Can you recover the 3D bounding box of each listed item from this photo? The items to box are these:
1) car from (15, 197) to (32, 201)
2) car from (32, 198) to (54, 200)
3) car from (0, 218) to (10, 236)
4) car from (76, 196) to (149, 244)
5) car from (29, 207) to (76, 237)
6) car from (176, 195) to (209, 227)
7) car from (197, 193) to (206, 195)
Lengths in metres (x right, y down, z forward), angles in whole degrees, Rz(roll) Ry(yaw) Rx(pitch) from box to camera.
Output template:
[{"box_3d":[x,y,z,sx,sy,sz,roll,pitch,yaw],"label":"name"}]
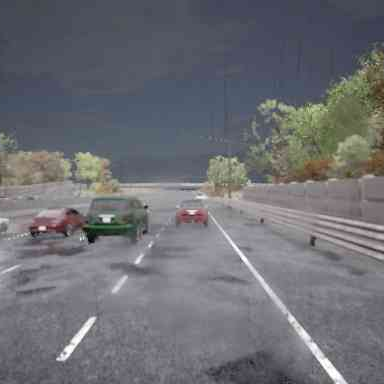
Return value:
[{"box_3d":[-24.546,1.503,48.836,1.837,1.490,4.892,0,0,1],"label":"car"},{"box_3d":[-21.050,1.563,48.589,1.994,1.385,4.181,0,0,0],"label":"car"},{"box_3d":[-10.399,1.585,15.214,1.895,1.301,4.718,0,0,0],"label":"car"},{"box_3d":[-3.402,1.205,15.956,2.150,2.045,5.566,0,0,0],"label":"car"},{"box_3d":[-6.902,1.509,17.628,1.812,1.442,4.674,0,0,0],"label":"car"},{"box_3d":[0.002,1.332,22.832,2.097,1.767,4.553,0,0,0],"label":"car"},{"box_3d":[2.570,1.405,85.432,2.150,2.045,5.566,0,-1,14],"label":"car"}]
